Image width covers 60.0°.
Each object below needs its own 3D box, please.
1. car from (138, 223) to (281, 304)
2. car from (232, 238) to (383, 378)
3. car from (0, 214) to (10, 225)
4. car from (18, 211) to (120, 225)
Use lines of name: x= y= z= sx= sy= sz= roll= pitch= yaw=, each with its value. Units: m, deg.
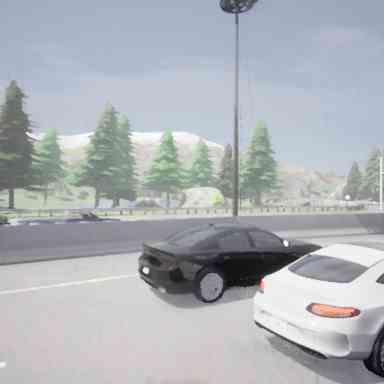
car: x=1.166 y=1.518 z=8.257 sx=5.008 sy=1.535 sz=1.882 roll=1 pitch=0 yaw=-30
car: x=3.139 y=1.574 z=5.472 sx=4.674 sy=1.442 sz=1.812 roll=1 pitch=0 yaw=-29
car: x=-11.628 y=1.517 z=16.915 sx=4.181 sy=1.385 sz=1.994 roll=1 pitch=0 yaw=-35
car: x=-6.066 y=1.604 z=16.441 sx=4.718 sy=1.301 sz=1.895 roll=1 pitch=0 yaw=-31
